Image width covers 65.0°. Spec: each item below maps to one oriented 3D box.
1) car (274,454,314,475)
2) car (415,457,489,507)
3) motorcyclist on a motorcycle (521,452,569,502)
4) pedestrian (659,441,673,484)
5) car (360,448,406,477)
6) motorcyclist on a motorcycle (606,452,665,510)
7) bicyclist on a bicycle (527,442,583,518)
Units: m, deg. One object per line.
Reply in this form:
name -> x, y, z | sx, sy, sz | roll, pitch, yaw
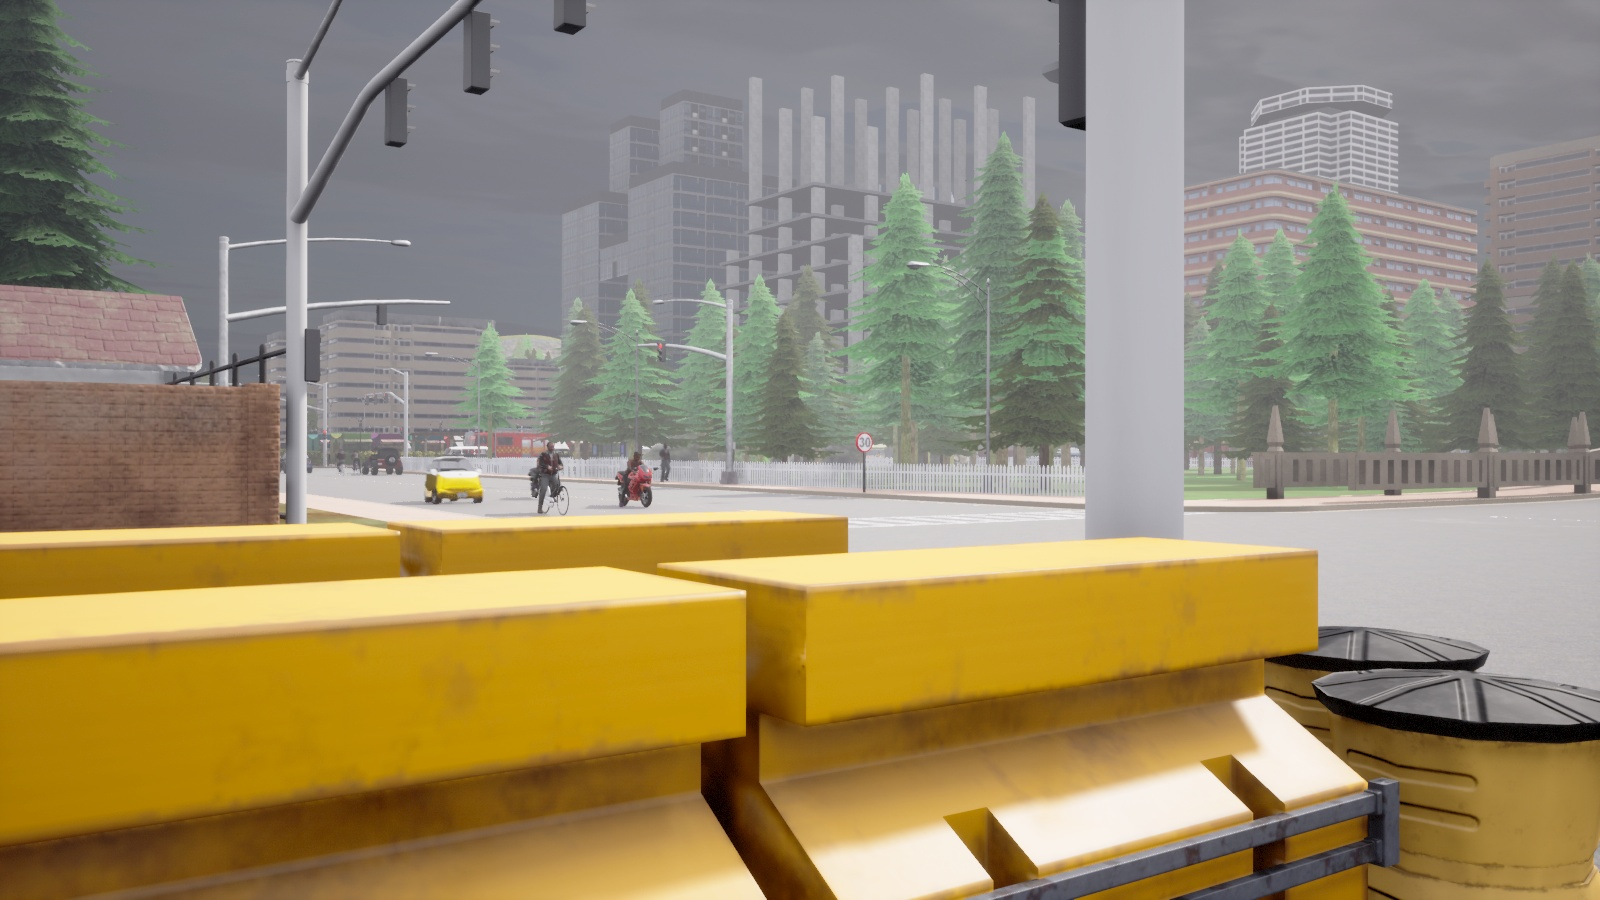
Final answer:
car -> -35.762, 1.003, 88.727 | 1.970, 1.475, 3.806 | 0, 0, -33
car -> -10.160, 0.911, 36.601 | 1.481, 1.376, 2.207 | 0, 0, -33
motorcyclist on a motorcycle -> -8.106, 0.841, 39.860 | 0.797, 1.523, 2.044 | 0, 0, -33
pedestrian -> -6.051, 0.555, 56.590 | 0.402, 1.930, 0.666 | 0, 0, -29
car -> -27.282, 0.799, 82.118 | 1.905, 1.878, 3.866 | 0, 0, -33
motorcyclist on a motorcycle -> -4.504, 0.820, 34.329 | 0.797, 1.523, 2.044 | 0, 0, -33
bicyclist on a bicycle -> -5.881, 0.701, 30.030 | 0.659, 1.776, 1.843 | 0, 0, -33
